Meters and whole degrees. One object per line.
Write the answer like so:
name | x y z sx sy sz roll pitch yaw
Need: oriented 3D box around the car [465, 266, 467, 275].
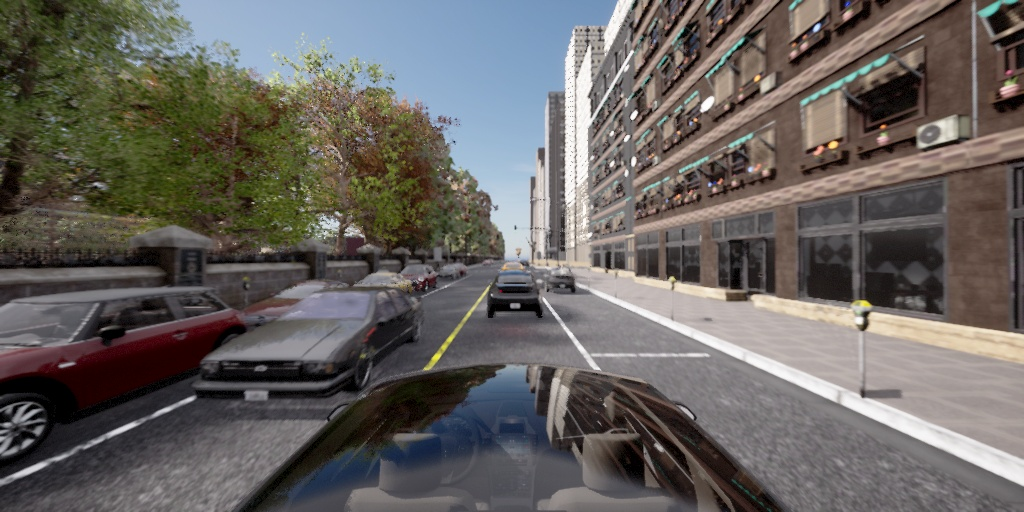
car | -5.819 1.402 37.906 1.888 1.381 4.507 0 0 0

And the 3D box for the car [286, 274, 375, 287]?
car | -5.691 1.356 10.213 1.802 1.307 4.207 0 0 0

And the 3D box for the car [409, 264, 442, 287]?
car | -5.691 1.246 21.291 1.967 1.591 4.097 0 0 0

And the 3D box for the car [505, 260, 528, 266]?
car | 0.101 1.310 30.008 1.882 1.535 5.008 0 0 0

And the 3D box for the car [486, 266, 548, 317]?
car | 0.100 1.288 13.404 1.837 1.490 4.892 0 0 0

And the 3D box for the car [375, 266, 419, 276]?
car | -5.691 1.315 15.581 1.751 1.417 4.829 0 0 0

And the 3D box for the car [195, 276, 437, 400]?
car | -3.101 1.312 7.015 2.033 1.411 5.357 0 0 0

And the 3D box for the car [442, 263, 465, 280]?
car | -5.768 1.390 32.366 2.007 1.370 4.403 0 0 0

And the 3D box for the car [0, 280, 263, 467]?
car | -5.691 1.198 4.674 1.967 1.591 4.097 0 0 0

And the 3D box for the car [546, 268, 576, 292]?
car | 2.689 1.357 21.292 2.007 1.370 4.403 0 0 0
